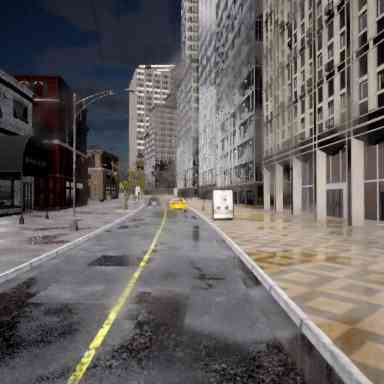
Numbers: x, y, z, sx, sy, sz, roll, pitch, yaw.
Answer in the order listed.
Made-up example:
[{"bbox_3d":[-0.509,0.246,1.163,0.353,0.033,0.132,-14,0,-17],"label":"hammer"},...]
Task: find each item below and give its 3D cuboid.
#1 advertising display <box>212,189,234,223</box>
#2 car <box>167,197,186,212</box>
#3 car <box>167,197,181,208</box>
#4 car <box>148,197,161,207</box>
[{"bbox_3d":[2.271,1.026,24.410,1.540,2.440,0.280,-1,-1,-3],"label":"advertising display"},{"bbox_3d":[-1.736,1.467,39.444,1.882,1.535,5.008,0,0,-5],"label":"car"},{"bbox_3d":[-2.705,1.508,49.566,1.812,1.442,4.674,0,0,-6],"label":"car"},{"bbox_3d":[-5.712,1.503,50.661,1.812,1.442,4.674,0,0,-6],"label":"car"}]
